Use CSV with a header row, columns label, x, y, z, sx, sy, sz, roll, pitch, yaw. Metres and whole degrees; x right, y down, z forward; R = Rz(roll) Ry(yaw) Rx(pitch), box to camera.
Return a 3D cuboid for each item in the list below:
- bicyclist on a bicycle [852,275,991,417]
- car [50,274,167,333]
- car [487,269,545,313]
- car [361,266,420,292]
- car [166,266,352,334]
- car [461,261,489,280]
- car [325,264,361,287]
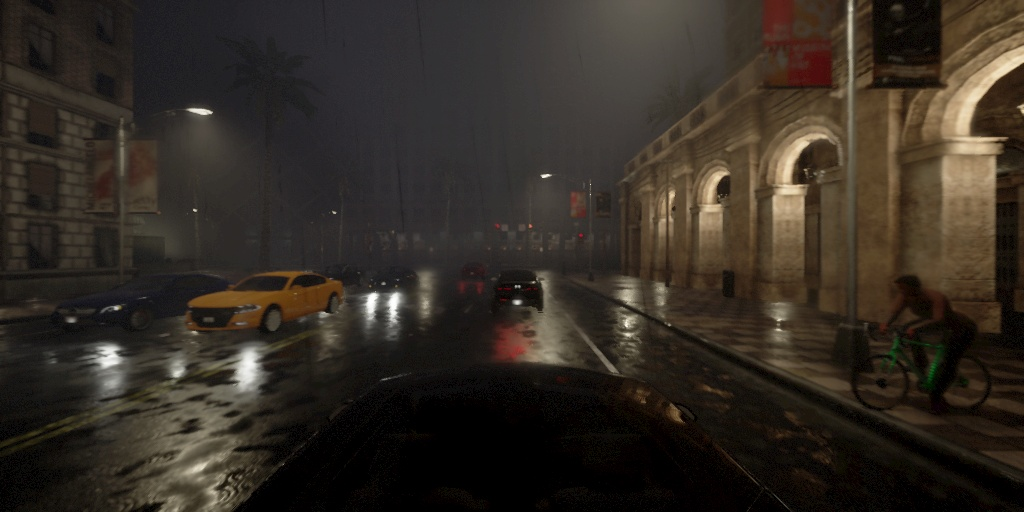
label,x,y,z,sx,sy,sz,roll,pitch,yaw
bicyclist on a bicycle,4.880,1.053,4.274,1.656,1.620,0.582,0,0,0
car,-10.519,1.261,10.907,1.812,1.442,4.674,0,0,1
car,0.223,1.246,13.989,1.837,1.490,4.892,0,0,1
car,-6.863,1.295,21.199,1.994,1.385,4.181,0,0,1
car,-7.021,1.216,10.843,1.882,1.535,5.008,0,0,1
car,-3.081,1.205,30.541,1.882,1.535,5.008,0,0,1
car,-10.362,1.219,21.268,2.128,1.511,4.902,0,0,1
